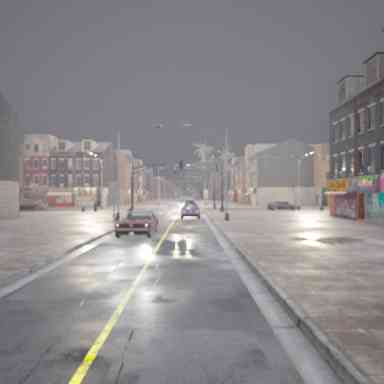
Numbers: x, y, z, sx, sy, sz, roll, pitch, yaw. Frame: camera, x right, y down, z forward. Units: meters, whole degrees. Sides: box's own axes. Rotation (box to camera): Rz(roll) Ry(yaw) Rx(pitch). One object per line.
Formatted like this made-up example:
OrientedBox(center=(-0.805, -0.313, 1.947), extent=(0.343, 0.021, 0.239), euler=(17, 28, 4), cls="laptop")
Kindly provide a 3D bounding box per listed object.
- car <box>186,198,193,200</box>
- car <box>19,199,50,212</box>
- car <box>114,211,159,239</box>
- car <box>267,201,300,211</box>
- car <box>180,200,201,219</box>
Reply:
OrientedBox(center=(-0.466, 2.075, 71.987), extent=(1.882, 1.535, 5.008), euler=(0, -1, 0), cls="car")
OrientedBox(center=(-22.311, 1.792, 46.262), extent=(4.553, 1.767, 2.097), euler=(0, -1, 0), cls="car")
OrientedBox(center=(-2.971, 1.744, 18.549), extent=(1.895, 1.301, 4.718), euler=(0, 0, 0), cls="car")
OrientedBox(center=(12.055, 1.861, 43.925), extent=(4.313, 1.339, 1.947), euler=(0, 0, 0), cls="car")
OrientedBox(center=(-0.131, 1.795, 31.724), extent=(2.033, 1.411, 5.357), euler=(0, 0, 0), cls="car")
